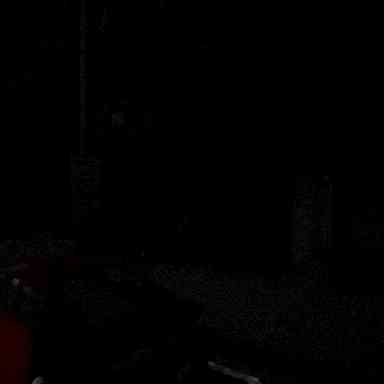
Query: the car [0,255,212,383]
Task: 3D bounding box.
[{"bbox_3d":[-1.886,1.543,4.424,4.507,1.381,1.887,0,0,36],"label":"car"}]
